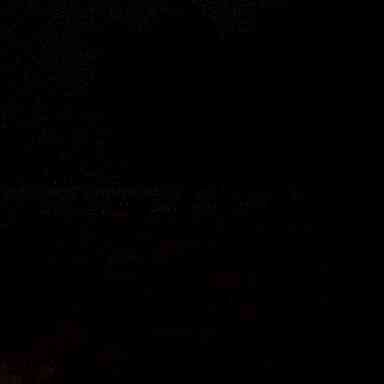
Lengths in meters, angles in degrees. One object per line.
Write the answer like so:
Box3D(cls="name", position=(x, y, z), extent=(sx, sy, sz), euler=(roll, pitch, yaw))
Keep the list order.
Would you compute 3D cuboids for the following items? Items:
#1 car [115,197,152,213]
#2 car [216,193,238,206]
Box3D(cls="car", position=(-6.619, 1.356, 38.381), extent=(2.097, 1.767, 4.553), euler=(3, 1, 33))
Box3D(cls="car", position=(6.207, 1.279, 58.929), extent=(2.150, 2.045, 5.566), euler=(3, 2, 31))
